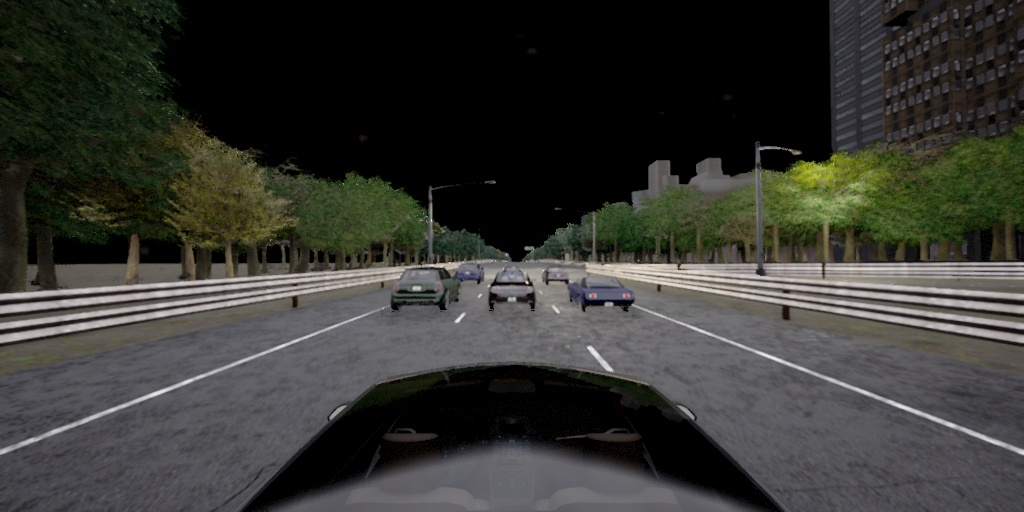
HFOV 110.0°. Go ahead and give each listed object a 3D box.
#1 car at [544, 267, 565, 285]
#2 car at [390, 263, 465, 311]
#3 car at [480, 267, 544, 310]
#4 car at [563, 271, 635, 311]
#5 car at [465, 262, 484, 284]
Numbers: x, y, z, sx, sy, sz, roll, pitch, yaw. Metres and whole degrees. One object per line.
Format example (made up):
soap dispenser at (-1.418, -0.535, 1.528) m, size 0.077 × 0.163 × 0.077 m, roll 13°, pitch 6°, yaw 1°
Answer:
car at (3.501, 1.566, 29.374) m, size 2.033 × 1.411 × 5.357 m, roll 0°, pitch 0°, yaw 0°
car at (-3.484, 1.236, 15.292) m, size 2.097 × 1.767 × 4.553 m, roll 0°, pitch -1°, yaw 0°
car at (0.016, 1.379, 15.366) m, size 2.128 × 1.511 × 4.902 m, roll 0°, pitch 0°, yaw 0°
car at (3.515, 1.485, 15.121) m, size 1.895 × 1.301 × 4.718 m, roll 0°, pitch -1°, yaw 0°
car at (-3.489, 1.377, 30.287) m, size 2.097 × 1.767 × 4.553 m, roll 0°, pitch -1°, yaw 0°
